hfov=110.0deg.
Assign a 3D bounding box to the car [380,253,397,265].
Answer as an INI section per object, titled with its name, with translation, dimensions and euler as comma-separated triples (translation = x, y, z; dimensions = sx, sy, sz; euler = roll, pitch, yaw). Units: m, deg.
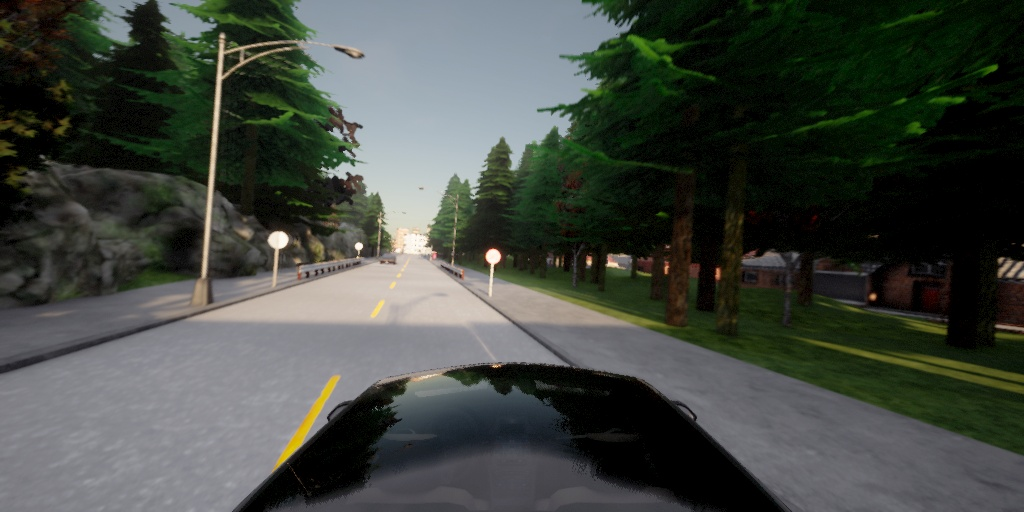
[car]
translation = -15.844, 0.348, 46.185
dimensions = 2.033, 1.411, 5.357
euler = 4, 0, -14
